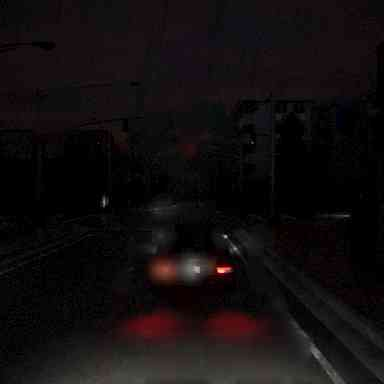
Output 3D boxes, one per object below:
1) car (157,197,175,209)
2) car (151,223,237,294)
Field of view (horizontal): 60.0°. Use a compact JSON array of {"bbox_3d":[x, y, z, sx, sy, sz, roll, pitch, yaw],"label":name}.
[{"bbox_3d":[-3.712,1.526,46.013,1.812,1.442,4.674,0,0,0],"label":"car"},{"bbox_3d":[0.038,1.547,8.901,2.033,1.411,5.357,0,0,0],"label":"car"}]
